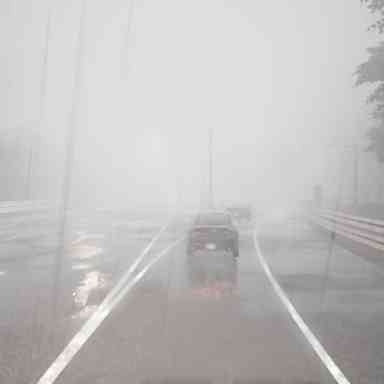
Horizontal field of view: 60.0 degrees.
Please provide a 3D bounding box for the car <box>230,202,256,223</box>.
[{"bbox_3d":[3.992,1.514,26.705,1.882,1.535,5.008,0,0,17],"label":"car"}]

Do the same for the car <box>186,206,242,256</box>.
[{"bbox_3d":[0.937,1.515,13.172,1.837,1.490,4.892,-1,0,8],"label":"car"}]

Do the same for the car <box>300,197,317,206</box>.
[{"bbox_3d":[19.679,1.539,55.611,1.812,1.442,4.674,0,0,40],"label":"car"}]
